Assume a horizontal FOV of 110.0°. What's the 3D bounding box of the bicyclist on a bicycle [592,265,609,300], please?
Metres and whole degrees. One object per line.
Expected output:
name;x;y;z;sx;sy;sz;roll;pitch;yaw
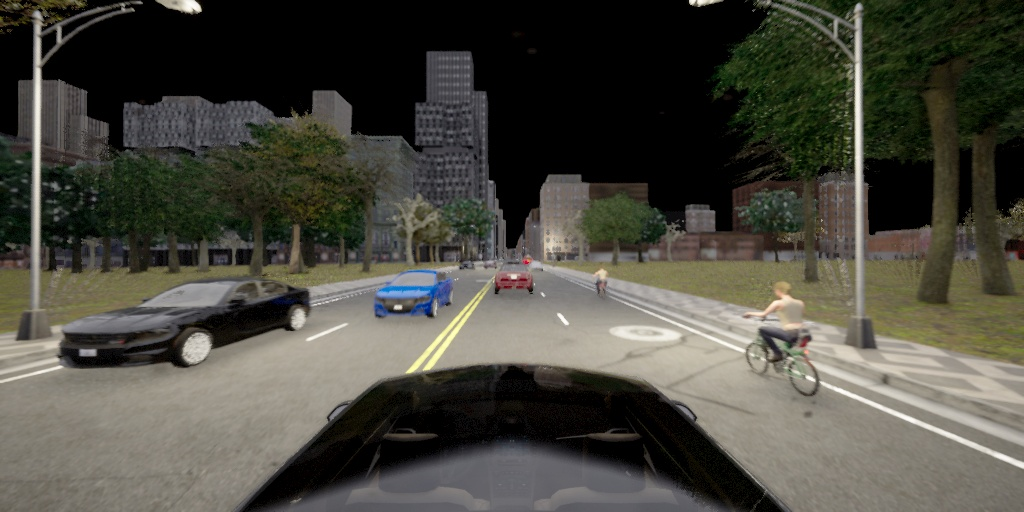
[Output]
bicyclist on a bicycle;4.160;1.210;16.702;0.866;1.612;1.509;0;0;0

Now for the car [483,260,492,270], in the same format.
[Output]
car;-3.306;1.391;55.242;1.812;1.442;4.674;0;0;1

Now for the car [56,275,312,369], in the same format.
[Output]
car;-6.602;1.235;8.077;1.882;1.535;5.008;0;0;0

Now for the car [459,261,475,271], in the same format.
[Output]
car;-6.564;1.421;52.871;1.994;1.385;4.181;0;0;0

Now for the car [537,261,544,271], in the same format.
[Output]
car;3.346;1.379;51.185;1.812;1.442;4.674;0;0;0

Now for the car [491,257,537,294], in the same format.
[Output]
car;0.097;1.132;20.776;2.097;1.767;4.553;0;0;0

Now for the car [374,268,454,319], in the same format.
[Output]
car;-3.352;1.243;13.062;1.882;1.535;5.008;0;0;0

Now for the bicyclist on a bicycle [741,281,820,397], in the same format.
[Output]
bicyclist on a bicycle;4.142;1.192;5.582;0.866;1.612;1.509;0;0;0
